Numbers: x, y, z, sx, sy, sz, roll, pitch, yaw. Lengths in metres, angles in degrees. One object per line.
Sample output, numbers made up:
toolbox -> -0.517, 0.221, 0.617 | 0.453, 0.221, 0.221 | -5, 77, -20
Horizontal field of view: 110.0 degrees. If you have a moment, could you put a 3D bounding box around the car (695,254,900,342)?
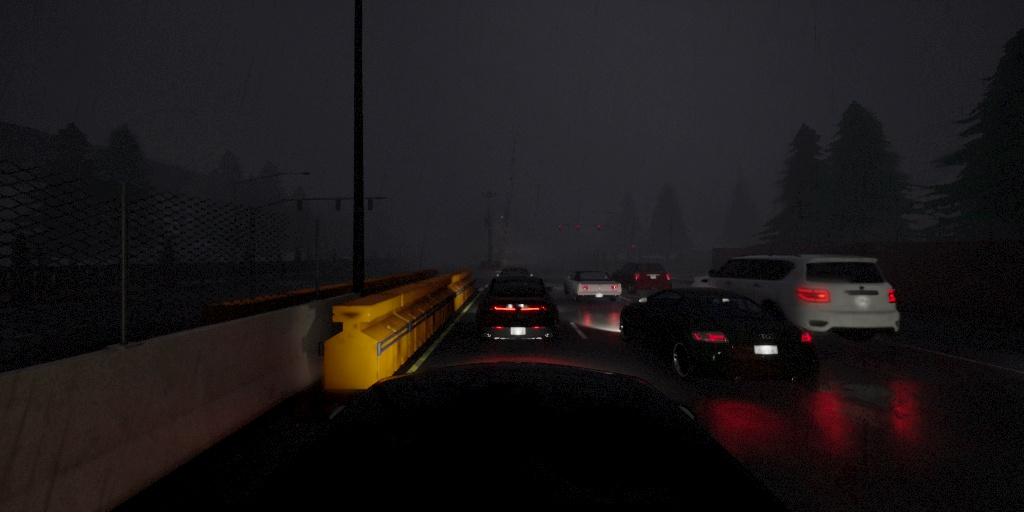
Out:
car -> 7.122, 0.974, 9.958 | 2.150, 2.045, 5.566 | 0, 0, 0

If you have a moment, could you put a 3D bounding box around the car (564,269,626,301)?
car -> 3.643, 1.351, 17.152 | 1.895, 1.301, 4.718 | 0, 0, 0

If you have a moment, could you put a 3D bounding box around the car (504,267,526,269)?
car -> 0.147, 1.297, 19.118 | 2.033, 1.411, 5.357 | 0, 0, 0

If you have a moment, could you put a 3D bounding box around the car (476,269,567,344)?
car -> 0.122, 1.255, 9.601 | 1.837, 1.490, 4.892 | 0, 0, 0

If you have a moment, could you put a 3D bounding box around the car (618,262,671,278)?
car -> 7.152, 1.102, 20.255 | 2.097, 1.767, 4.553 | 0, 0, 0

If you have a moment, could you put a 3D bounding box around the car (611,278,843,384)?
car -> 3.622, 1.314, 7.147 | 1.994, 1.385, 4.181 | 0, 0, -1
